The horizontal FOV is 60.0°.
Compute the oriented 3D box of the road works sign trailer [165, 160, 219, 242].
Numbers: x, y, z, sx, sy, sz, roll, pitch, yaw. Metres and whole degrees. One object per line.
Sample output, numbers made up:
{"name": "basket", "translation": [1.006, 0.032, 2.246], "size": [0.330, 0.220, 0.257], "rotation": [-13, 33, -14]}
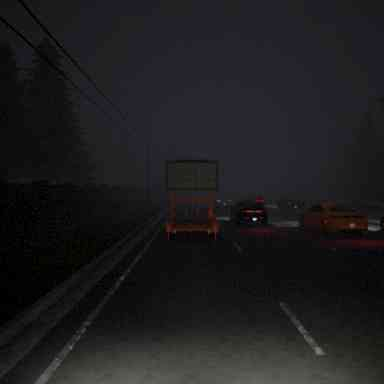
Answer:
{"name": "road works sign trailer", "translation": [0.000, 0.304, 15.442], "size": [2.380, 3.560, 2.880], "rotation": [0, 1, 0]}

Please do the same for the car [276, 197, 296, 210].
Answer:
{"name": "car", "translation": [10.599, 1.227, 36.251], "size": [1.895, 1.301, 4.718], "rotation": [0, 1, 0]}

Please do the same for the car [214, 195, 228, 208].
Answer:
{"name": "car", "translation": [3.587, 1.125, 38.821], "size": [1.812, 1.442, 4.674], "rotation": [0, 0, 0]}

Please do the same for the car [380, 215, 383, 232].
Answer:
{"name": "car", "translation": [10.599, 1.347, 15.213], "size": [1.837, 1.490, 4.892], "rotation": [0, 1, 0]}

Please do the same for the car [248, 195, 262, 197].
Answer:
{"name": "car", "translation": [7.099, 1.101, 37.745], "size": [2.128, 1.511, 4.902], "rotation": [0, 1, 0]}

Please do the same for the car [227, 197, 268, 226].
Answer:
{"name": "car", "translation": [3.600, 1.281, 21.512], "size": [1.837, 1.490, 4.892], "rotation": [0, 0, 0]}

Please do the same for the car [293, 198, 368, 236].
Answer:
{"name": "car", "translation": [7.099, 1.299, 17.201], "size": [1.882, 1.535, 5.008], "rotation": [0, 1, 0]}
